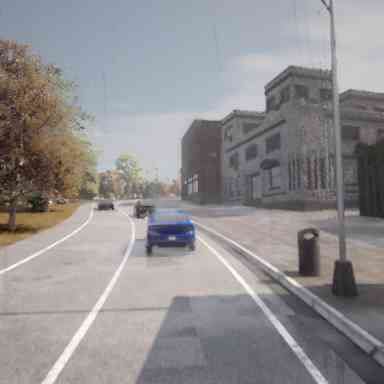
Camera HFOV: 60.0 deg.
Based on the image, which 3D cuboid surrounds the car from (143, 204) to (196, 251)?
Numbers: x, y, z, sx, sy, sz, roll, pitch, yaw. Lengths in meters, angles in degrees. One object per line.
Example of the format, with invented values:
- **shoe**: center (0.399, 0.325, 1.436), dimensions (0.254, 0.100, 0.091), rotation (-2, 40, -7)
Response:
- **car**: center (-1.008, 1.511, 14.338), dimensions (1.882, 1.535, 5.008), rotation (1, 0, -7)

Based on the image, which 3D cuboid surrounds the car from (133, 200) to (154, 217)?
- **car**: center (-4.567, 1.543, 32.095), dimensions (1.837, 1.490, 4.892), rotation (1, 0, -15)

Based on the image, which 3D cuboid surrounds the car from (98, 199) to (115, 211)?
- **car**: center (-10.223, 1.524, 39.644), dimensions (1.895, 1.301, 4.718), rotation (1, 0, -16)
